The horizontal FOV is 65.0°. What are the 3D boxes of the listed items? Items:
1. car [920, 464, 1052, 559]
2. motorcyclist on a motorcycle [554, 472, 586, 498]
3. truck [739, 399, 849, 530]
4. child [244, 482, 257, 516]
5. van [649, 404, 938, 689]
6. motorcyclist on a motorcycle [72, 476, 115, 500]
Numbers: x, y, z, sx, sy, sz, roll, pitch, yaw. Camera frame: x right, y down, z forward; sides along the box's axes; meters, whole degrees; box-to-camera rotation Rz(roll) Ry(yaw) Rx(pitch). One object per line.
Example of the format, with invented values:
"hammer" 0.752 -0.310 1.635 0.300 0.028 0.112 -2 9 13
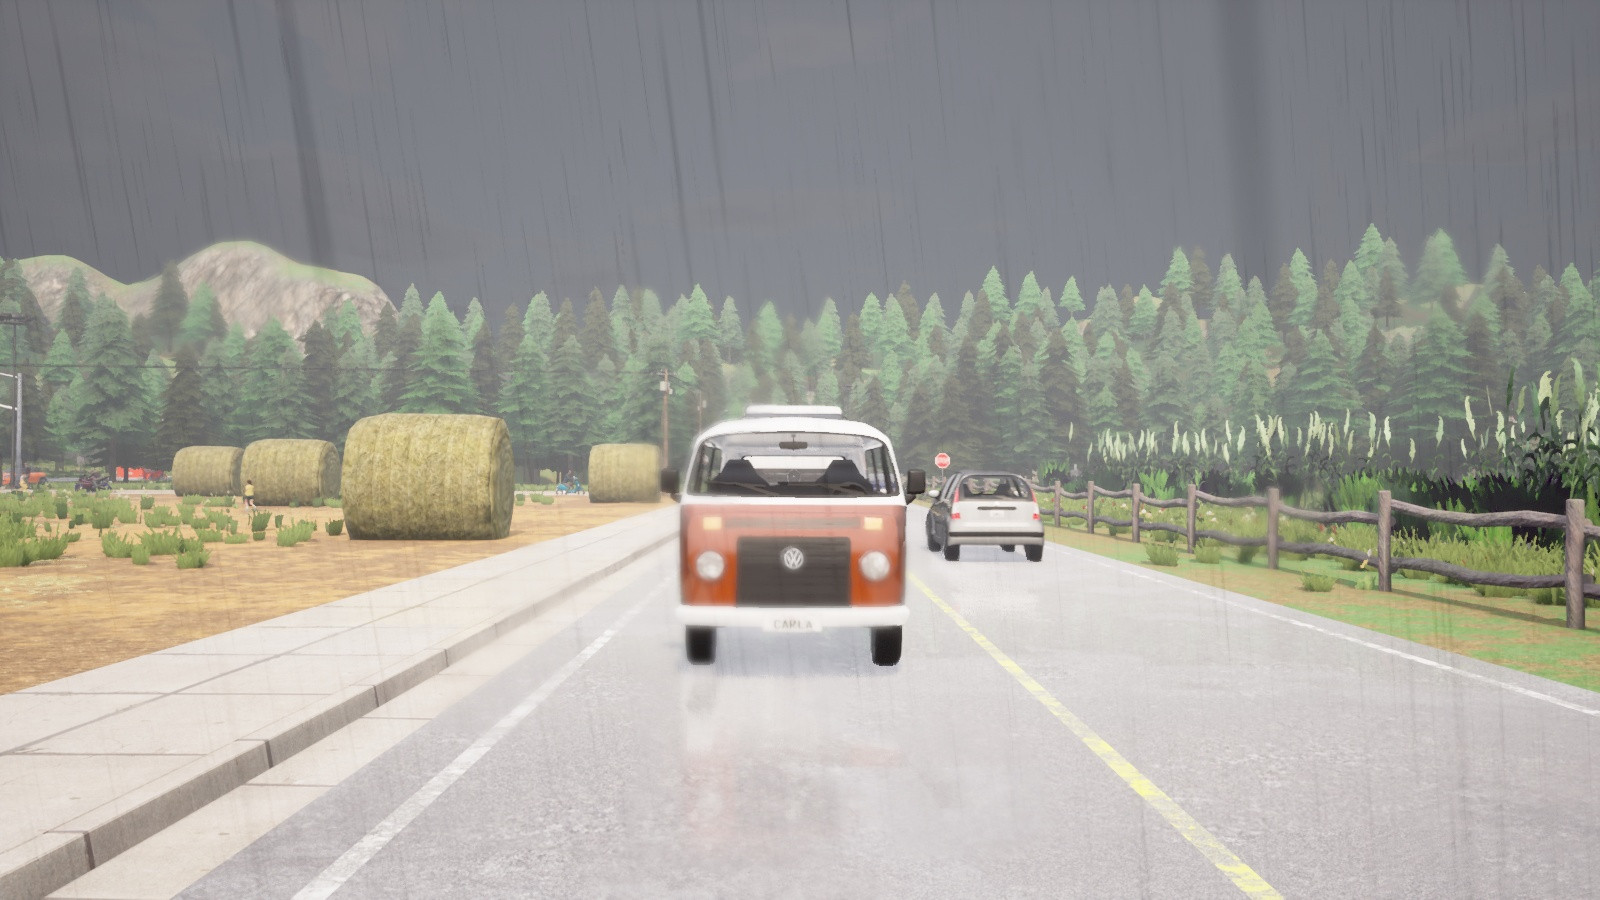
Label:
"car" 3.390 1.094 23.567 1.851 1.617 3.988 0 -1 0
"motorcyclist on a motorcycle" -14.043 2.144 76.696 1.817 1.590 0.866 0 -1 -3
"truck" -0.174 0.456 37.183 2.891 3.462 7.936 0 -1 0
"child" -18.235 1.626 41.660 0.394 1.110 0.255 -1 -1 40
"van" -0.055 0.727 11.263 2.069 2.038 4.480 0 -1 0
"motorcyclist on a motorcycle" -44.225 2.378 78.594 2.191 1.530 0.866 0 -1 -3
